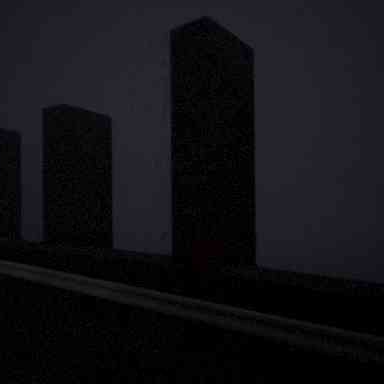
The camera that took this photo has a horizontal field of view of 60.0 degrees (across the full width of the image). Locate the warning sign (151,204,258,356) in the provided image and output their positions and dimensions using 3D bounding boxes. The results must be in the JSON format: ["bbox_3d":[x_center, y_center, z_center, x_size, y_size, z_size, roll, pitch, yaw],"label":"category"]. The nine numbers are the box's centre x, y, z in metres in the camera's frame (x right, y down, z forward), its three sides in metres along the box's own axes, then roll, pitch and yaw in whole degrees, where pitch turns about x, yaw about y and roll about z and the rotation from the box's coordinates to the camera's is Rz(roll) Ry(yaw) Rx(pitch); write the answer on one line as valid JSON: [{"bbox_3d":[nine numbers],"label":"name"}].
[{"bbox_3d":[0.225,1.143,5.026,1.060,1.860,1.300,-1,0,35],"label":"warning sign"}]
